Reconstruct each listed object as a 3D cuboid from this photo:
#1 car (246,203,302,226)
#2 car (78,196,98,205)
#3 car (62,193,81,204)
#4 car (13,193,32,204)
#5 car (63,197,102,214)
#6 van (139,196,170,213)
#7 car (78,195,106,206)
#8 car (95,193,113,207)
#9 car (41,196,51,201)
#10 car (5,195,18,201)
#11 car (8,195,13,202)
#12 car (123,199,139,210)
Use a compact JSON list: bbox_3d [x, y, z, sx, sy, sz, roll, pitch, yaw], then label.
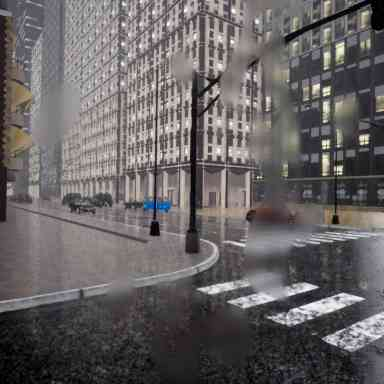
[{"bbox_3d":[5.765,1.505,23.947,1.967,1.590,4.097,1,-1,-35],"label":"car"},{"bbox_3d":[-18.482,1.526,58.859,1.837,1.490,4.892,1,-1,-35],"label":"car"},{"bbox_3d":[-20.027,1.182,55.613,2.150,2.045,5.566,1,-1,-35],"label":"car"},{"bbox_3d":[-30.507,1.155,60.538,2.192,1.841,5.009,1,-1,-35],"label":"car"},{"bbox_3d":[-10.882,1.427,32.908,2.008,1.369,4.403,1,-1,-35],"label":"car"},{"bbox_3d":[-4.048,1.382,37.762,1.690,1.788,3.998,1,-1,-35],"label":"van"},{"bbox_3d":[-14.564,1.536,48.010,1.994,1.385,4.181,1,-1,-37],"label":"car"},{"bbox_3d":[-14.472,1.255,53.157,2.150,2.045,5.566,1,-1,-35],"label":"car"},{"bbox_3d":[-36.767,1.571,83.807,1.802,1.307,4.206,1,-1,-35],"label":"car"},{"bbox_3d":[-40.325,1.378,74.350,2.008,1.369,4.403,1,-1,-35],"label":"car"},{"bbox_3d":[-37.054,1.397,69.745,1.947,1.339,4.313,1,-1,-35],"label":"car"},{"bbox_3d":[-7.323,1.584,42.365,2.008,1.369,4.403,1,-1,-35],"label":"car"}]
